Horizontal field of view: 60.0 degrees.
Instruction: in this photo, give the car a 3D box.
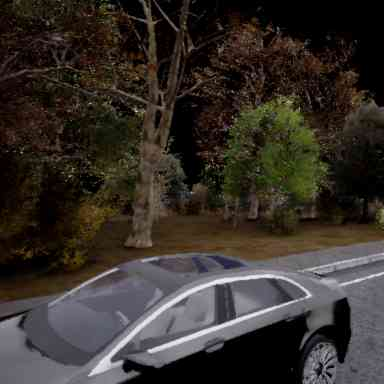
[{"bbox_3d":[-0.285,1.496,3.473,4.902,1.511,2.128,0,0,-35],"label":"car"}]
